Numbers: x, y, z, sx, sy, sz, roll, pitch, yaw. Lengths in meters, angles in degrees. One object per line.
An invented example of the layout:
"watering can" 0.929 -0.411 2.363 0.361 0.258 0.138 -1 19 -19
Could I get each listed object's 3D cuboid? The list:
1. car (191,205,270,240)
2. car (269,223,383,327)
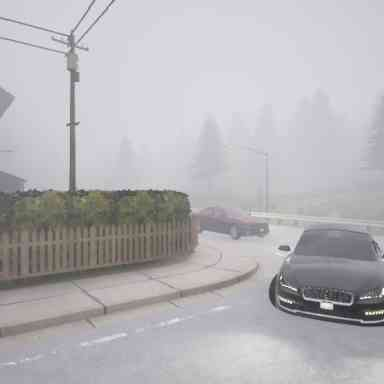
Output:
"car" 1.861 1.477 17.434 1.882 1.535 5.008 0 0 -33
"car" 3.159 1.505 7.298 1.837 1.490 4.892 0 0 27
